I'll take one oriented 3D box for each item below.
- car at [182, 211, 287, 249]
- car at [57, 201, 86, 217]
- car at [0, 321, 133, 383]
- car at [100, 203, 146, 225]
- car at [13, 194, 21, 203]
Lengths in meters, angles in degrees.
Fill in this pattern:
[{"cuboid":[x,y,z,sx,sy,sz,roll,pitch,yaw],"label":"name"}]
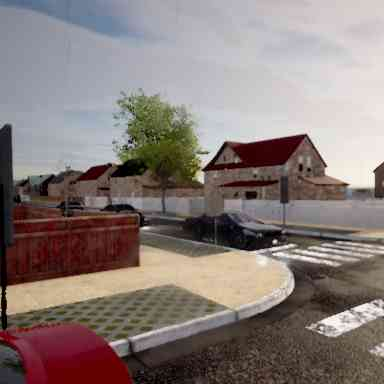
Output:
[{"cuboid":[1.682,1.584,15.235,2.033,1.411,5.357,-1,0,-37],"label":"car"},{"cuboid":[-12.364,1.665,34.014,1.837,1.490,4.892,-1,0,-37],"label":"car"},{"cuboid":[-2.596,1.484,1.097,5.008,1.535,1.882,0,0,-35],"label":"car"},{"cuboid":[-5.181,1.601,24.402,1.837,1.490,4.892,-1,0,-37],"label":"car"},{"cuboid":[-41.418,1.604,77.554,2.150,2.045,5.566,-1,0,-37],"label":"car"}]
